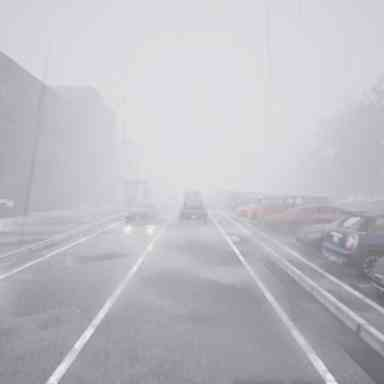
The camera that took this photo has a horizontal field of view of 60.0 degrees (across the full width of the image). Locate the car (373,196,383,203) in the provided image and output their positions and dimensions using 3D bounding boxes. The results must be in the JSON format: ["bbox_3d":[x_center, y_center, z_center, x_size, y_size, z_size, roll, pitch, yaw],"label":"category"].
[{"bbox_3d":[19.274,1.023,28.703,5.566,2.045,2.435,0,1,0],"label":"car"}]

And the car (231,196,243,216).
[{"bbox_3d":[6.027,1.297,25.941,5.366,1.575,1.946,0,1,0],"label":"car"}]

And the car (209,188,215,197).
[{"bbox_3d":[6.385,0.651,67.705,4.553,1.767,2.185,0,1,0],"label":"car"}]

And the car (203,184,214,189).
[{"bbox_3d":[6.458,-0.319,89.973,5.566,2.045,2.435,0,3,0],"label":"car"}]

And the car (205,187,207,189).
[{"bbox_3d":[6.414,0.073,87.200,4.892,1.521,2.231,0,3,0],"label":"car"}]

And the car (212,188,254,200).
[{"bbox_3d":[6.326,0.800,50.987,5.566,2.045,2.435,0,1,0],"label":"car"}]

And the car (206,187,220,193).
[{"bbox_3d":[6.360,0.303,78.842,4.553,1.767,2.185,0,2,0],"label":"car"}]

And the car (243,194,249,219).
[{"bbox_3d":[6.172,1.200,23.156,4.553,1.767,2.185,0,1,0],"label":"car"}]

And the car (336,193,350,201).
[{"bbox_3d":[19.335,1.192,37.061,5.008,1.535,2.097,0,1,0],"label":"car"}]

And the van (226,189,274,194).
[{"bbox_3d":[6.367,0.967,37.071,4.442,1.987,1.878,0,1,0],"label":"van"}]

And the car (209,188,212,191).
[{"bbox_3d":[6.394,0.578,70.485,4.553,1.767,2.185,0,2,0],"label":"car"}]

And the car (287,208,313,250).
[{"bbox_3d":[6.168,1.464,12.025,4.674,1.452,2.002,0,0,0],"label":"car"}]

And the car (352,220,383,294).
[{"bbox_3d":[6.153,1.472,6.457,4.892,1.521,2.231,0,0,0],"label":"car"}]

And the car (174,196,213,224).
[{"bbox_3d":[0.093,1.303,22.779,2.128,1.511,4.902,0,1,0],"label":"car"}]

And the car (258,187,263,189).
[{"bbox_3d":[19.476,0.311,81.772,5.008,1.535,2.097,0,2,0],"label":"car"}]

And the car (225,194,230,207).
[{"bbox_3d":[6.246,1.220,34.290,5.008,1.535,2.097,0,1,0],"label":"car"}]

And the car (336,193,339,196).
[{"bbox_3d":[19.342,1.205,39.846,4.674,1.452,2.002,0,1,0],"label":"car"}]

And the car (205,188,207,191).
[{"bbox_3d":[6.381,0.232,84.426,4.792,1.488,2.163,0,2,0],"label":"car"}]

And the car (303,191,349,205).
[{"bbox_3d":[19.339,0.828,48.198,5.566,2.045,2.435,0,1,0],"label":"car"}]

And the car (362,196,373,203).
[{"bbox_3d":[19.340,1.276,31.493,4.792,1.488,2.163,0,1,0],"label":"car"}]

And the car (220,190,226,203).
[{"bbox_3d":[6.238,1.010,42.764,4.553,1.767,2.185,0,1,0],"label":"car"}]

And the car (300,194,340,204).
[{"bbox_3d":[19.563,1.048,50.984,5.366,1.575,1.946,0,1,0],"label":"car"}]

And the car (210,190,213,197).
[{"bbox_3d":[6.329,0.900,62.133,5.008,1.535,2.097,0,1,0],"label":"car"}]

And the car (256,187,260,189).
[{"bbox_3d":[19.462,0.223,84.562,4.792,1.488,2.163,0,3,0],"label":"car"}]

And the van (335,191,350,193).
[{"bbox_3d":[19.242,0.882,45.413,4.442,1.987,1.878,0,1,0],"label":"van"}]

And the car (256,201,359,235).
[{"bbox_3d":[6.155,1.406,17.591,4.792,1.488,2.163,0,0,0],"label":"car"}]

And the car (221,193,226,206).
[{"bbox_3d":[6.266,1.167,39.857,4.892,1.521,2.231,0,1,0],"label":"car"}]

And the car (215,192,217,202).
[{"bbox_3d":[6.283,1.080,48.206,5.008,1.535,2.097,0,1,0],"label":"car"}]

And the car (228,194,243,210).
[{"bbox_3d":[6.226,1.247,31.507,5.008,1.535,2.097,0,1,0],"label":"car"}]

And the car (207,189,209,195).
[{"bbox_3d":[6.402,0.649,73.275,4.792,1.488,2.163,0,2,0],"label":"car"}]

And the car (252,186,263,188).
[{"bbox_3d":[19.695,-0.075,90.004,5.366,1.575,1.946,0,3,0],"label":"car"}]

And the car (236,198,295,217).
[{"bbox_3d":[6.225,1.315,28.724,4.674,1.452,2.002,0,1,0],"label":"car"}]

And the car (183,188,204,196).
[{"bbox_3d":[0.056,0.851,41.491,2.150,2.045,5.566,0,1,0],"label":"car"}]

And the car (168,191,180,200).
[{"bbox_3d":[-3.408,0.671,63.730,2.097,1.767,4.553,0,1,0],"label":"car"}]

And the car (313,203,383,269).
[{"bbox_3d":[6.125,1.323,9.241,4.553,1.767,2.185,0,0,0],"label":"car"}]

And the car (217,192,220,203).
[{"bbox_3d":[6.464,1.106,45.422,5.366,1.575,1.946,0,1,0],"label":"car"}]

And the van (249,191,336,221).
[{"bbox_3d":[6.077,1.125,20.435,4.442,1.987,1.878,0,1,0],"label":"van"}]

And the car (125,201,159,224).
[{"bbox_3d":[-3.358,1.335,22.979,1.812,1.442,4.674,0,1,0],"label":"car"}]

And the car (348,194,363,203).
[{"bbox_3d":[19.327,1.221,34.276,4.892,1.521,2.231,0,1,0],"label":"car"}]

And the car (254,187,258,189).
[{"bbox_3d":[19.685,0.066,87.212,5.366,1.575,1.946,0,3,0],"label":"car"}]

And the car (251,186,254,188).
[{"bbox_3d":[19.547,-0.193,92.795,4.792,1.488,2.163,0,3,0],"label":"car"}]
